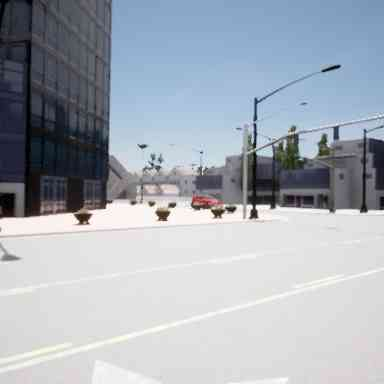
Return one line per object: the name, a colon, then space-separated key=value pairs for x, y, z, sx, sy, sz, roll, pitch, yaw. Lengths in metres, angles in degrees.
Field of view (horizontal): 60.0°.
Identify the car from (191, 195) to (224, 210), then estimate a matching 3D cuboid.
car: x=2.075 y=1.443 z=46.519 sx=2.150 sy=2.045 sz=5.566 roll=1 pitch=0 yaw=-35
